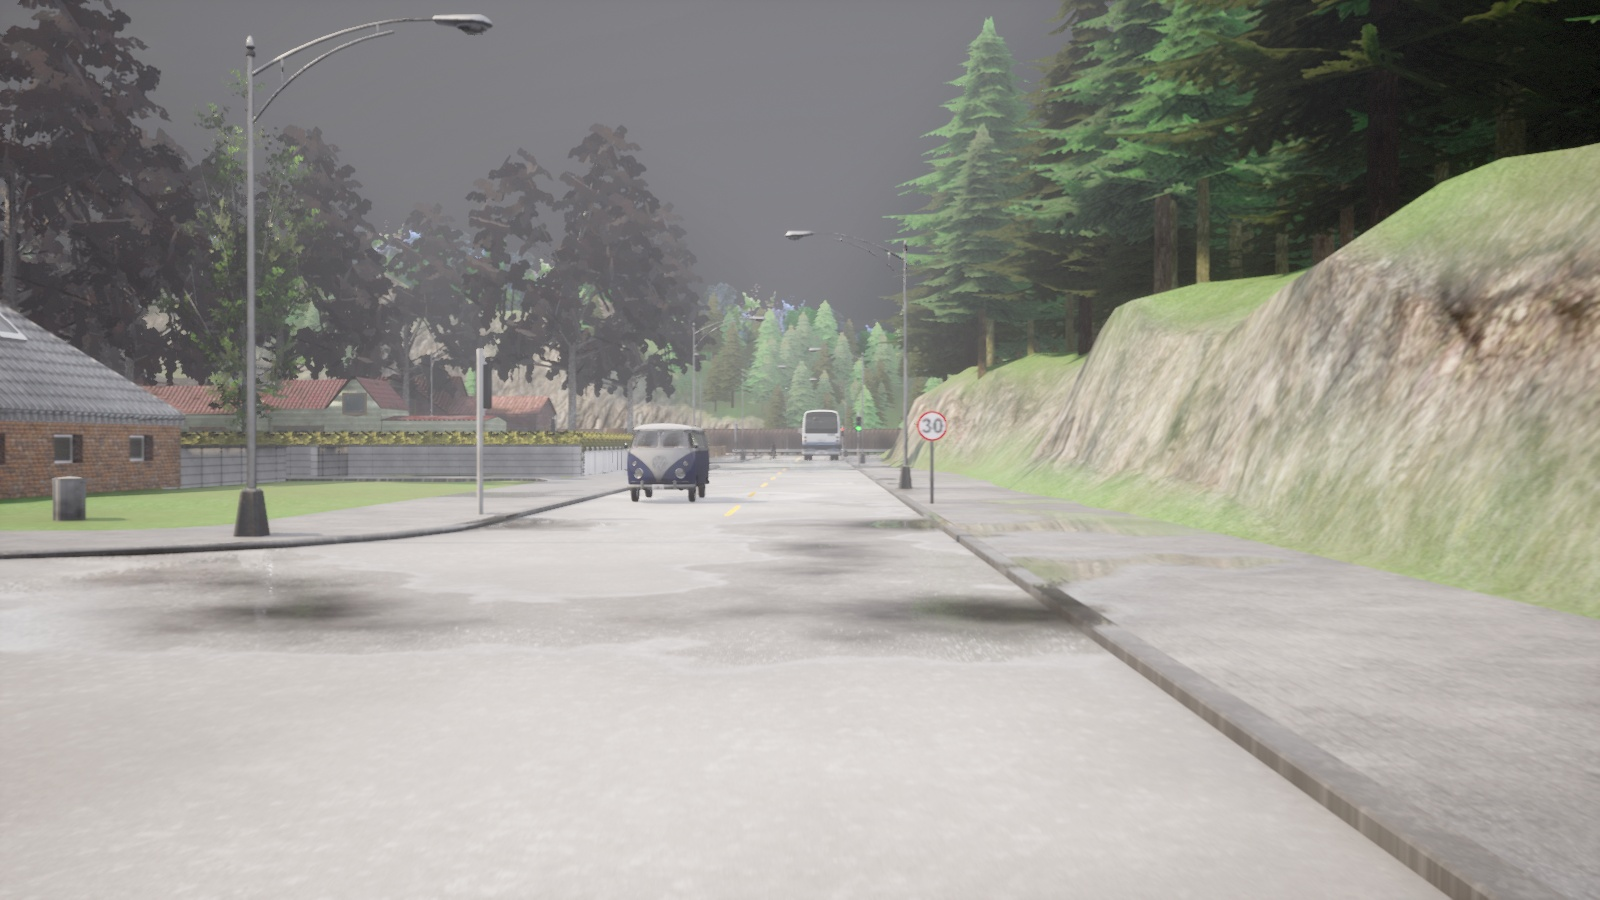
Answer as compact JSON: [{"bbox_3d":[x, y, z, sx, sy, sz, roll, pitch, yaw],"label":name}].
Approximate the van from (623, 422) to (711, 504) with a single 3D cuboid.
[{"bbox_3d":[-3.405,0.308,32.895,1.775,1.987,4.442,0,0,1],"label":"van"}]
